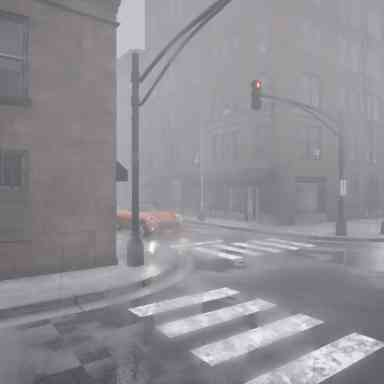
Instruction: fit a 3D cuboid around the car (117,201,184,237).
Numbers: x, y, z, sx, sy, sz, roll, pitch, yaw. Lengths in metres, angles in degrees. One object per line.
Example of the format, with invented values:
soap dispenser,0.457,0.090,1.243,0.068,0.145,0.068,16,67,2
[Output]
car,-2.351,1.263,17.527,2.097,1.767,4.553,0,0,-35
